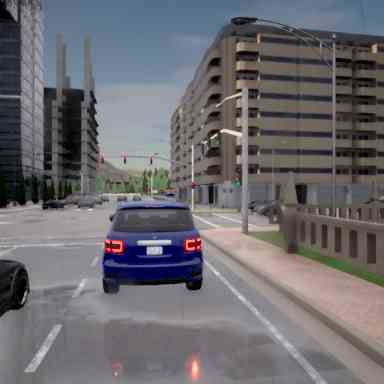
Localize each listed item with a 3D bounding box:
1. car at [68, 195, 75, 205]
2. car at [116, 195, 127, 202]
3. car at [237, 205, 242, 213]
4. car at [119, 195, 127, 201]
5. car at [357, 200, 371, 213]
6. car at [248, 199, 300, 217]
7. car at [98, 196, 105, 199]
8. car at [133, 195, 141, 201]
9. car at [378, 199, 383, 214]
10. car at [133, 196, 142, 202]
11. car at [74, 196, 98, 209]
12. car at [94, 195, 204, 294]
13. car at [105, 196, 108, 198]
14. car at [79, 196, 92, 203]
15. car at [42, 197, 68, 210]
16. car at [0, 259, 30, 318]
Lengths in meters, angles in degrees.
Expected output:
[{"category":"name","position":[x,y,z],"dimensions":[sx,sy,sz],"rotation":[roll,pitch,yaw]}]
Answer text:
[{"category":"car","position":[-19.533,1.352,54.168],"dimensions":[2.097,1.767,4.553],"rotation":[0,0,-10]},{"category":"car","position":[-16.202,1.523,76.651],"dimensions":[2.128,1.511,4.902],"rotation":[0,0,-10]},{"category":"car","position":[7.060,1.560,34.478],"dimensions":[4.892,1.490,1.837],"rotation":[0,0,-10]},{"category":"car","position":[-17.922,1.547,86.681],"dimensions":[1.994,1.385,4.181],"rotation":[0,0,-10]},{"category":"car","position":[20.123,1.557,36.789],"dimensions":[4.892,1.490,1.837],"rotation":[-1,0,-10]},{"category":"car","position":[8.029,1.407,31.095],"dimensions":[4.553,1.767,2.097],"rotation":[0,0,-10]},{"category":"car","position":[-16.394,1.526,56.597],"dimensions":[1.812,1.442,4.674],"rotation":[0,1,-10]},{"category":"car","position":[-14.472,1.534,87.273],"dimensions":[2.033,1.411,5.357],"rotation":[0,0,-10]},{"category":"car","position":[20.792,1.619,33.353],"dimensions":[4.181,1.385,1.994],"rotation":[0,0,-10]},{"category":"car","position":[-12.772,1.547,77.356],"dimensions":[1.994,1.385,4.181],"rotation":[0,0,-10]},{"category":"car","position":[-14.646,1.504,46.338],"dimensions":[1.837,1.490,4.892],"rotation":[0,0,-10]},{"category":"car","position":[-1.088,1.221,9.059],"dimensions":[2.150,2.045,5.566],"rotation":[0,0,-8]},{"category":"car","position":[-18.708,1.552,70.557],"dimensions":[1.994,1.385,4.181],"rotation":[0,0,-10]},{"category":"car","position":[-21.961,1.523,68.817],"dimensions":[1.812,1.442,4.674],"rotation":[0,0,-10]},{"category":"car","position":[-17.459,1.600,42.000],"dimensions":[1.895,1.301,4.718],"rotation":[0,0,-10]},{"category":"car","position":[-4.092,1.564,5.077],"dimensions":[1.994,1.385,4.181],"rotation":[0,0,-7]}]
